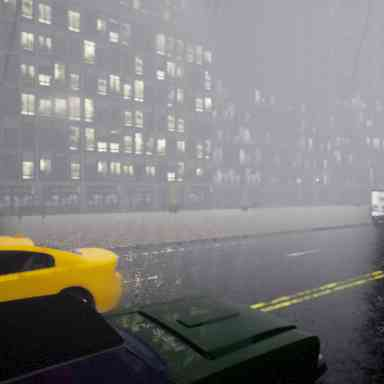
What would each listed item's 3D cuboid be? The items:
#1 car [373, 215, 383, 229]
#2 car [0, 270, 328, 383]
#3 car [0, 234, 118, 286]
[{"bbox_3d":[13.608,1.734,21.359,4.718,1.301,1.895,0,0,-35],"label":"car"},{"bbox_3d":[-0.972,1.605,2.744,4.718,1.301,1.895,0,0,-35],"label":"car"},{"bbox_3d":[-3.585,1.477,5.119,5.008,1.535,1.882,0,0,-35],"label":"car"}]
